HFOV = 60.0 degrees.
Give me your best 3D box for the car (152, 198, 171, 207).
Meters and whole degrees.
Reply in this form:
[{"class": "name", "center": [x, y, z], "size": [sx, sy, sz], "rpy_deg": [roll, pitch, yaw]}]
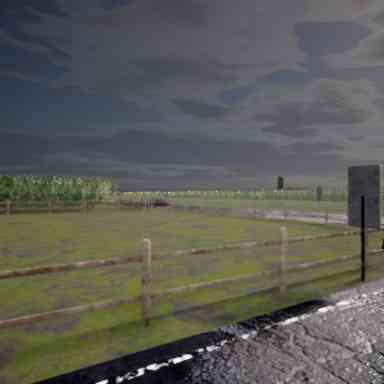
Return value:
[{"class": "car", "center": [-4.812, 1.632, 52.552], "size": [1.994, 1.385, 4.181], "rpy_deg": [0, 0, -35]}]
